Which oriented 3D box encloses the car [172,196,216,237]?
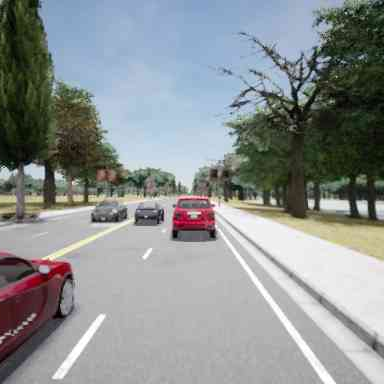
[{"bbox_3d":[0.095,1.243,18.232,2.150,2.045,5.566,0,0,0],"label":"car"}]

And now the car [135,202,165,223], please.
[{"bbox_3d":[-3.156,1.526,25.410,2.128,1.511,4.902,0,0,0],"label":"car"}]

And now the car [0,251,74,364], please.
[{"bbox_3d":[-3.151,1.479,4.336,1.882,1.535,5.008,0,0,0],"label":"car"}]

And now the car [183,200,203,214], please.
[{"bbox_3d":[0.091,1.620,36.944,2.033,1.411,5.357,0,0,0],"label":"car"}]

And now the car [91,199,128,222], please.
[{"bbox_3d":[-6.507,1.389,26.572,2.097,1.767,4.553,0,0,0],"label":"car"}]
